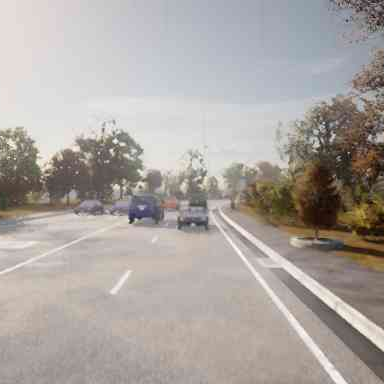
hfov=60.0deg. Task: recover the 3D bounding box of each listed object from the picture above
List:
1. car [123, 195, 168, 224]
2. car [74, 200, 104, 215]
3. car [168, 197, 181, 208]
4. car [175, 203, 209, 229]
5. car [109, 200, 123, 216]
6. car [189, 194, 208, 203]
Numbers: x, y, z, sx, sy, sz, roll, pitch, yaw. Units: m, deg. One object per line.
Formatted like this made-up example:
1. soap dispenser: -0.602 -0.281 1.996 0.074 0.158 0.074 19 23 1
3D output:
1. car: -3.355 1.229 25.156 2.150 2.045 5.566 0 0 1
2. car: -10.328 1.549 33.767 1.812 1.442 4.674 0 0 2
3. car: -2.641 1.394 42.590 2.097 1.767 4.553 0 0 4
4. car: 0.090 1.602 21.322 1.895 1.301 4.718 0 0 1
5. car: -6.846 1.549 33.291 1.812 1.442 4.674 0 0 2
6. car: 0.835 1.265 42.434 2.150 2.045 5.566 0 0 5
